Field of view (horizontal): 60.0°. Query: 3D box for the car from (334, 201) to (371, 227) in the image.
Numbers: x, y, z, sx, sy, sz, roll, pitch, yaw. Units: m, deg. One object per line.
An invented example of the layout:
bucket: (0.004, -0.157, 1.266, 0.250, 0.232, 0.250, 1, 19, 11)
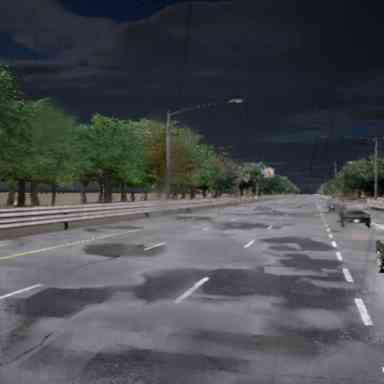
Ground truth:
car: (11.560, 1.635, 23.922, 1.837, 1.490, 4.892, 1, 0, 20)

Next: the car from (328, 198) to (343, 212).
car: (17.875, 1.804, 41.220, 1.895, 1.301, 4.718, 1, 0, 20)

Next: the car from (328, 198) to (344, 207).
car: (25.323, 1.781, 58.556, 2.128, 1.511, 4.902, 0, 0, 28)

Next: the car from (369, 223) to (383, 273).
car: (5.668, 1.662, 7.789, 1.895, 1.301, 4.718, 1, 0, 20)

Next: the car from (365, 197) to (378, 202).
car: (44.722, 2.019, 82.604, 4.902, 1.511, 2.128, 1, 0, -38)
